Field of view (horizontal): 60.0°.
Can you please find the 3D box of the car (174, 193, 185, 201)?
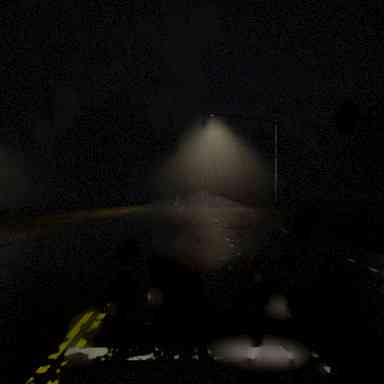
[{"bbox_3d":[-2.391,0.976,62.477,2.128,1.511,4.902,0,1,2],"label":"car"}]
